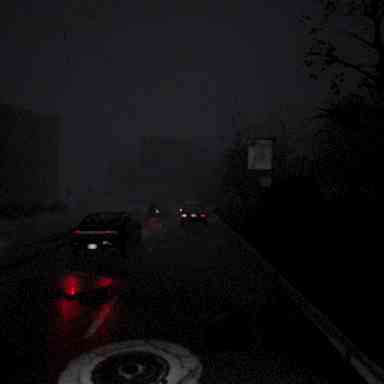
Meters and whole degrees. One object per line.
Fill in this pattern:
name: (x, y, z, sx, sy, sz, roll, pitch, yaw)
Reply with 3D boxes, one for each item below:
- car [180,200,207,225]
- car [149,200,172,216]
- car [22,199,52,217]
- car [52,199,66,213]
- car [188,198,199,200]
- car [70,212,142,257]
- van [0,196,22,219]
car: (0.105, 1.570, 23.981, 2.033, 1.411, 5.357, 0, 0, 0)
car: (-3.146, 1.536, 32.847, 1.837, 1.490, 4.892, 0, 0, 0)
car: (-15.564, 1.520, 31.507, 2.163, 1.488, 4.792, 0, 0, 0)
car: (-15.594, 1.537, 37.004, 2.002, 1.452, 4.674, -2, 0, 0)
car: (0.213, 1.516, 41.715, 1.882, 1.535, 5.008, 0, 0, 2)
car: (-3.148, 1.504, 12.939, 2.128, 1.511, 4.902, 0, 0, 0)
van: (-15.549, 1.258, 25.896, 1.878, 1.987, 4.442, 0, 0, 0)
